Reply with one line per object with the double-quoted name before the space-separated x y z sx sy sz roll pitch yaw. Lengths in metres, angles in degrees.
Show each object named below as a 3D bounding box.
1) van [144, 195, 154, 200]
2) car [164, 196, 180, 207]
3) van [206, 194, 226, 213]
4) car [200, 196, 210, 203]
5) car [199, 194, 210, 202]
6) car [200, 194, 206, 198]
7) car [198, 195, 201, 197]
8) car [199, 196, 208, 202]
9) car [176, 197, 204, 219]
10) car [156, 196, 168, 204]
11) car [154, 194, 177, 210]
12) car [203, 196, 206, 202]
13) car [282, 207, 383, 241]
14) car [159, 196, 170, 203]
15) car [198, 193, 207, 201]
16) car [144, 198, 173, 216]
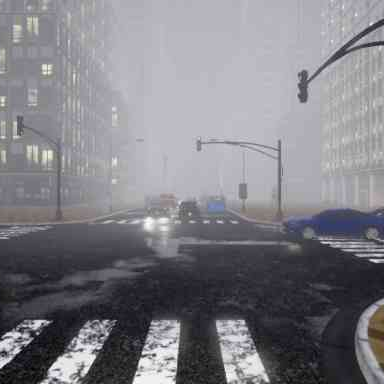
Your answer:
"van" -5.757 1.340 47.022 1.690 1.788 3.998 0 0 0
"car" -3.138 1.491 53.229 2.128 1.511 4.902 0 0 0
"van" 2.692 1.340 35.914 1.690 1.788 3.998 0 0 0
"car" 2.710 1.542 69.145 1.887 1.381 4.507 0 0 0
"car" 2.733 1.311 74.685 2.192 1.841 5.009 0 0 0
"car" 2.689 1.313 63.606 2.192 1.841 5.009 0 0 0
"car" 0.046 1.546 55.086 2.033 1.411 5.357 0 0 2
"car" 2.755 1.561 80.225 1.947 1.339 4.313 0 0 0
"car" -0.245 1.504 29.259 1.837 1.490 4.892 -2 0 -2
"car" -5.692 1.564 63.639 1.947 1.339 4.313 0 0 0
"car" -3.179 1.221 42.925 2.150 2.045 5.566 0 0 1
"car" 2.623 1.544 41.452 1.887 1.381 4.507 0 0 0
"car" 7.095 1.544 16.698 5.008 1.535 1.882 1 0 -1
"car" -5.670 1.548 69.178 2.008 1.369 4.403 0 0 0
"car" 2.778 1.309 85.764 2.192 1.841 5.009 0 0 0
"car" -3.226 1.600 32.880 1.895 1.301 4.718 0 0 0
